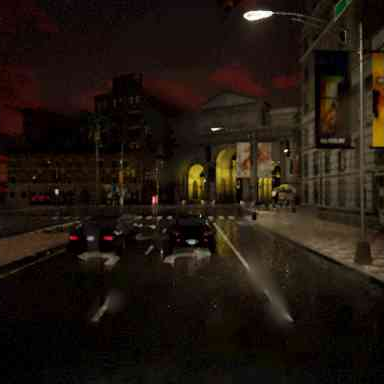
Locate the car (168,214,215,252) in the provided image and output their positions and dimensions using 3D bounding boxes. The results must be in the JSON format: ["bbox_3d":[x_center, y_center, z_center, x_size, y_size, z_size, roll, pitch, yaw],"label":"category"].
[{"bbox_3d":[0.004,1.660,14.371,1.812,1.442,4.674,0,0,0],"label":"car"}]

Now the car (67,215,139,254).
[{"bbox_3d":[-3.499,1.678,13.988,2.033,1.411,5.357,0,-1,0],"label":"car"}]
